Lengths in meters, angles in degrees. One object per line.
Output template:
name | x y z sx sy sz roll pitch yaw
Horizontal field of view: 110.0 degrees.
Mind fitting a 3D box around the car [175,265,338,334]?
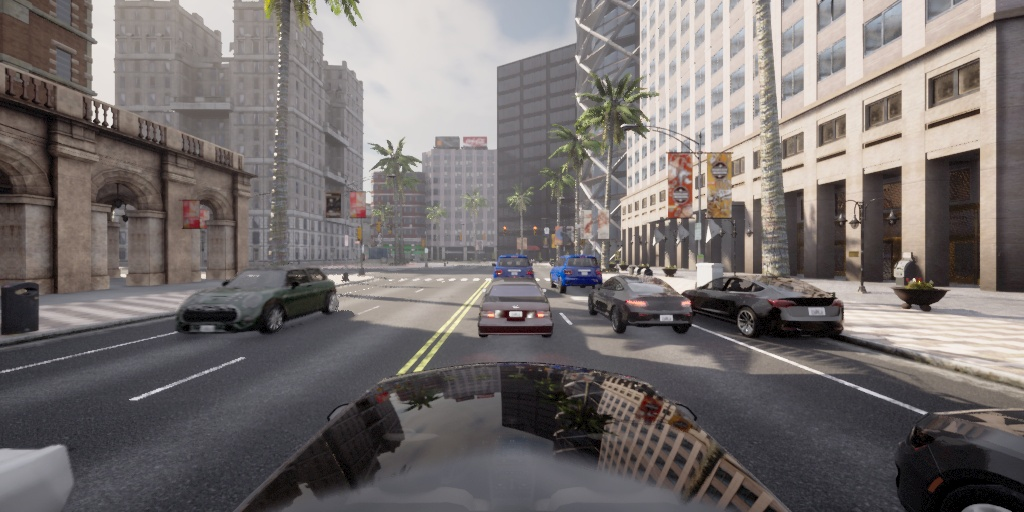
car | -7.120 1.102 10.616 2.097 1.767 4.553 0 0 0

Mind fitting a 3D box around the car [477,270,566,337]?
car | 0.068 1.297 10.229 2.033 1.411 5.357 0 0 0

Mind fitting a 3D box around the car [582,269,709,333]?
car | 3.562 1.276 10.620 1.812 1.442 4.674 0 0 -1

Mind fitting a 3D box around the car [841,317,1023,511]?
car | 3.601 1.255 0.445 1.837 1.490 4.892 0 0 0

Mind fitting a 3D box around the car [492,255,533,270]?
car | 0.044 0.971 20.449 2.150 2.045 5.566 0 0 -2

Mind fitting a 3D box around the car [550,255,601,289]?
car | 3.543 0.971 20.583 2.150 2.045 5.566 0 0 -2
